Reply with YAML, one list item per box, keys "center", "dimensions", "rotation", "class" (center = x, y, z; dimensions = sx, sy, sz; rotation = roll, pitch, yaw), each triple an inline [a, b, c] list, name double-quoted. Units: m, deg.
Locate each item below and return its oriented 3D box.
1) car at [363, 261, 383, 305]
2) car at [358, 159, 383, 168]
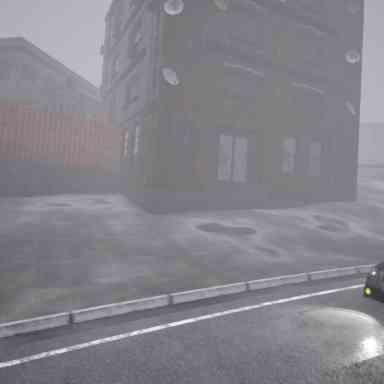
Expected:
- center: [5.511, 1.627, 6.724]
  dimensions: [4.181, 1.385, 1.994]
  rotation: [1, -1, -27]
  class: "car"
- center: [22.583, -3.264, 42.059]
  dimensions: [4.553, 1.767, 2.185]
  rotation: [2, -3, 16]
  class: "car"
